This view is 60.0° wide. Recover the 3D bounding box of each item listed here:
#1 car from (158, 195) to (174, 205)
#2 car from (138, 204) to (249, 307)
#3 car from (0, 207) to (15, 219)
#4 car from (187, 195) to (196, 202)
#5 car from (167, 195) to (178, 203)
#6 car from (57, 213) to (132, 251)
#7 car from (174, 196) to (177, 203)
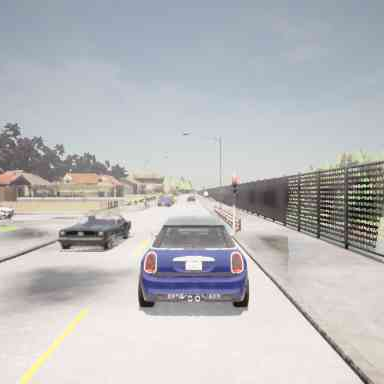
[{"bbox_3d":[-4.182,1.526,50.974,1.812,1.442,4.674,0,0,0],"label":"car"},{"bbox_3d":[0.037,1.352,8.119,2.097,1.767,4.553,0,0,0],"label":"car"},{"bbox_3d":[-16.988,1.526,27.187,4.674,1.442,1.812,0,0,0],"label":"car"},{"bbox_3d":[-0.142,1.524,76.319,1.812,1.442,4.674,0,0,0],"label":"car"},{"bbox_3d":[-4.133,1.478,71.005,1.882,1.535,5.008,0,0,0],"label":"car"},{"bbox_3d":[-3.973,1.601,14.343,1.895,1.301,4.718,0,0,2],"label":"car"},{"bbox_3d":[-4.183,1.547,60.742,2.033,1.411,5.357,0,0,0],"label":"car"}]
